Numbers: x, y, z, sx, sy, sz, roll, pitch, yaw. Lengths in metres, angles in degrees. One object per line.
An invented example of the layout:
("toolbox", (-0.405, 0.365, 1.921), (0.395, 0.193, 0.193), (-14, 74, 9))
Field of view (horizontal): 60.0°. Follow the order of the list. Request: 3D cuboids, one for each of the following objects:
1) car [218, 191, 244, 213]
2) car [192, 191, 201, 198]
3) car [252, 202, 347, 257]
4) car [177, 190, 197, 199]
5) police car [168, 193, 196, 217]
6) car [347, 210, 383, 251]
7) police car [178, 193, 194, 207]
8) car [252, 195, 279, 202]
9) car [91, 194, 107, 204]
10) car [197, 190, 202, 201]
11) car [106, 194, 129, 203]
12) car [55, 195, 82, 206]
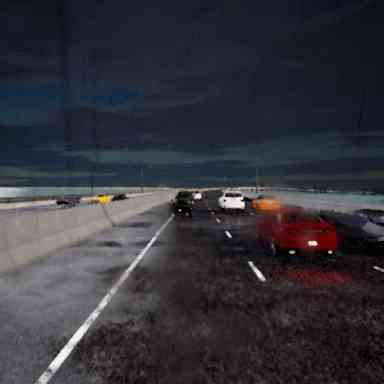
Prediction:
("car", (3.813, 0.925, 32.939), (2.150, 2.045, 5.566), (0, 1, 1))
("car", (1.158, 0.609, 79.432), (2.033, 1.411, 5.357), (0, 1, 2))
("car", (3.638, 1.367, 12.463), (1.882, 1.535, 5.008), (0, 1, 0))
("car", (-0.777, 0.884, 37.808), (2.150, 2.045, 5.566), (0, 1, 1))
("police car", (-0.899, 1.176, 27.906), (1.930, 1.638, 5.238), (0, 1, 1))
("car", (7.140, 1.428, 13.483), (2.033, 1.411, 5.357), (0, 1, 0))
("police car", (-0.685, 1.026, 43.879), (1.930, 1.638, 5.238), (0, 1, 1))
("car", (7.321, 1.052, 33.356), (2.097, 1.767, 4.553), (0, 1, 1))
("car", (-13.598, 1.021, 49.926), (1.882, 1.535, 5.008), (0, 1, 1))
("car", (0.720, 0.641, 62.473), (2.150, 2.045, 5.566), (0, 1, 1))
("car", (-10.157, 1.080, 46.774), (1.837, 1.490, 4.892), (0, 0, 1))
("car", (-17.161, 1.124, 46.510), (2.033, 1.411, 5.357), (0, 1, 1))
